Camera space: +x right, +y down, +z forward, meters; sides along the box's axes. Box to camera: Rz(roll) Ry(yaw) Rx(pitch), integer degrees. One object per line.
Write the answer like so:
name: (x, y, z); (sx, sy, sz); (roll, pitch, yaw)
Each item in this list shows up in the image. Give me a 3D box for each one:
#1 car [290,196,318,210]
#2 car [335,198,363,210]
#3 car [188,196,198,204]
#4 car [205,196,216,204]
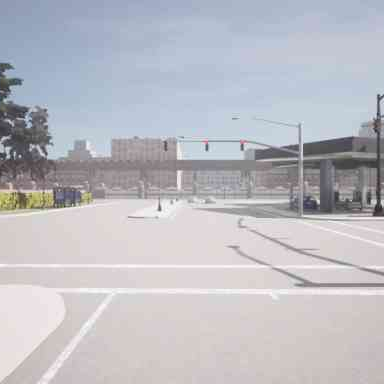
car: (13.244, 1.295, 39.635); (2.242, 1.667, 4.611); (0, 0, 0)
car: (18.989, 1.456, 40.393); (1.970, 1.475, 3.806); (0, 0, 0)
car: (0.160, 1.525, 66.102); (1.812, 1.442, 4.674); (0, 0, 0)
car: (3.554, 1.525, 64.319); (1.812, 1.442, 4.674); (0, 0, 0)
